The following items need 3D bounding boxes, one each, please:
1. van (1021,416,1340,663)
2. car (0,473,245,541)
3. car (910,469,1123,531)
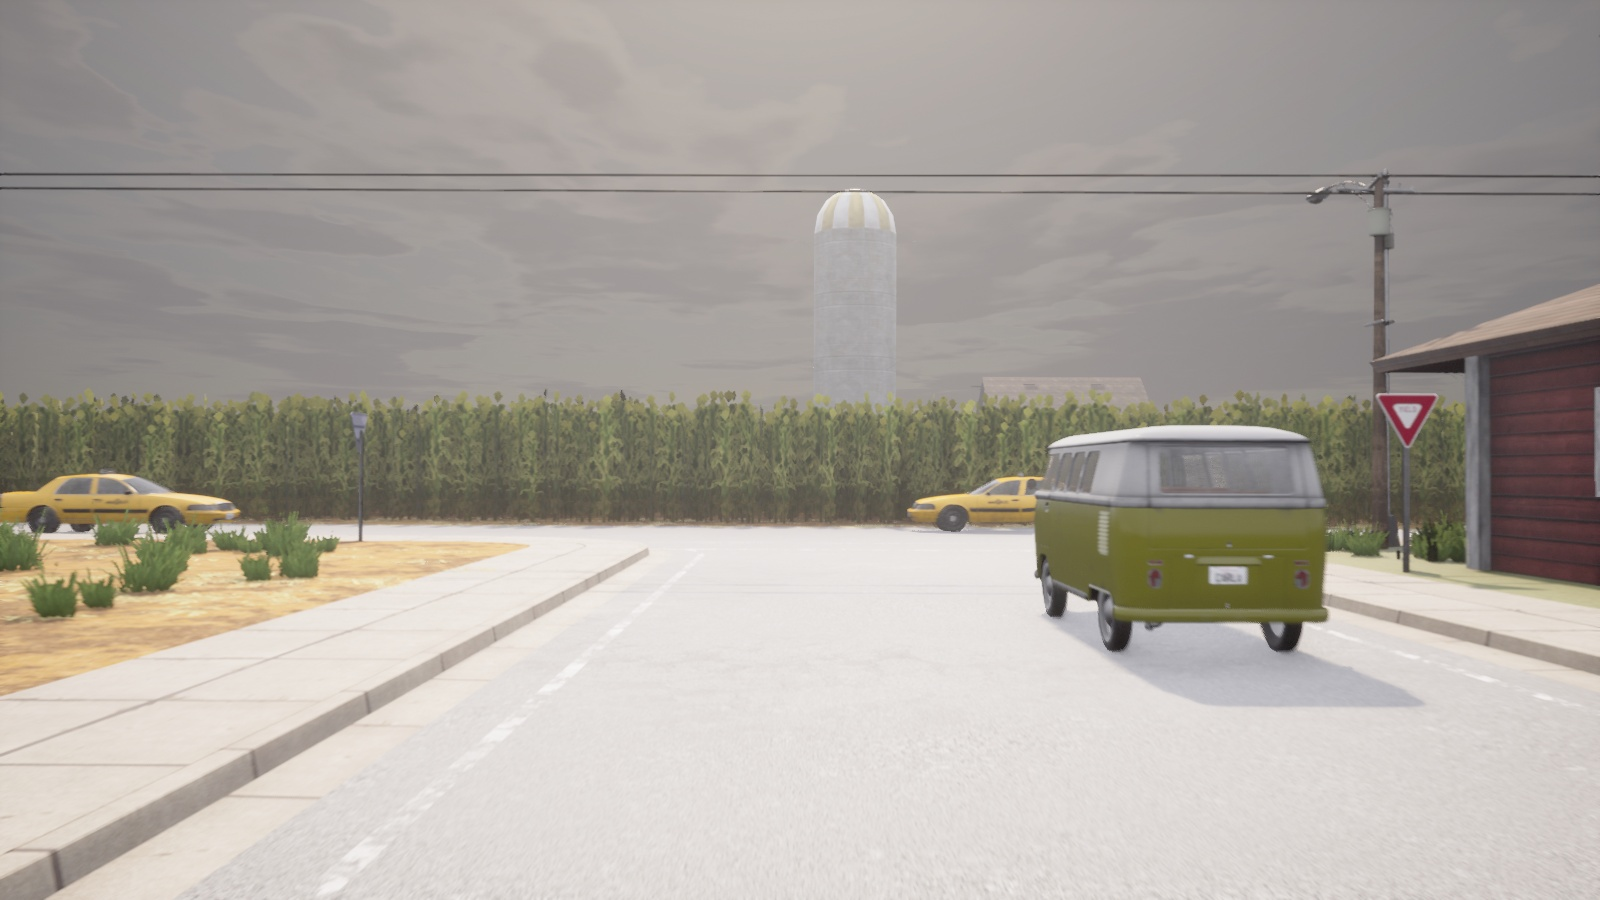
[{"bbox_3d":[3.469,0.761,12.379,1.775,1.987,4.442,0,-1,0],"label":"van"},{"bbox_3d":[-16.481,1.354,30.312,5.366,1.575,1.801,0,-1,1],"label":"car"},{"bbox_3d":[5.701,1.315,33.532,5.366,1.575,1.801,0,-1,1],"label":"car"}]
